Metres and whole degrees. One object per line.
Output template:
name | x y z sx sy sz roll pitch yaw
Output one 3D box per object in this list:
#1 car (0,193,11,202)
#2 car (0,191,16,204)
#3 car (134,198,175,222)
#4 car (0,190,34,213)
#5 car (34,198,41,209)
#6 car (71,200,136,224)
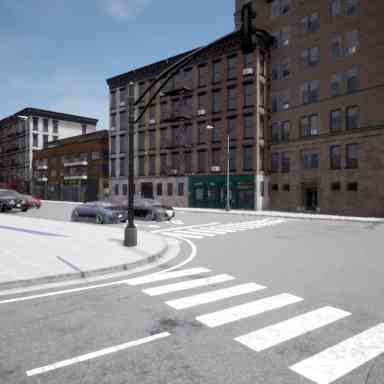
car | -33.139 0.897 57.608 4.674 1.442 1.812 1 0 43
car | -27.584 0.785 48.231 4.553 1.767 2.097 1 0 41
car | -3.384 1.230 23.800 4.902 1.511 2.128 1 0 38
car | -17.095 0.795 30.514 5.566 2.045 2.150 0 0 39
car | -17.922 1.029 35.413 5.008 1.535 1.882 1 0 40
car | -6.013 1.280 21.728 4.181 1.385 1.994 1 0 37
